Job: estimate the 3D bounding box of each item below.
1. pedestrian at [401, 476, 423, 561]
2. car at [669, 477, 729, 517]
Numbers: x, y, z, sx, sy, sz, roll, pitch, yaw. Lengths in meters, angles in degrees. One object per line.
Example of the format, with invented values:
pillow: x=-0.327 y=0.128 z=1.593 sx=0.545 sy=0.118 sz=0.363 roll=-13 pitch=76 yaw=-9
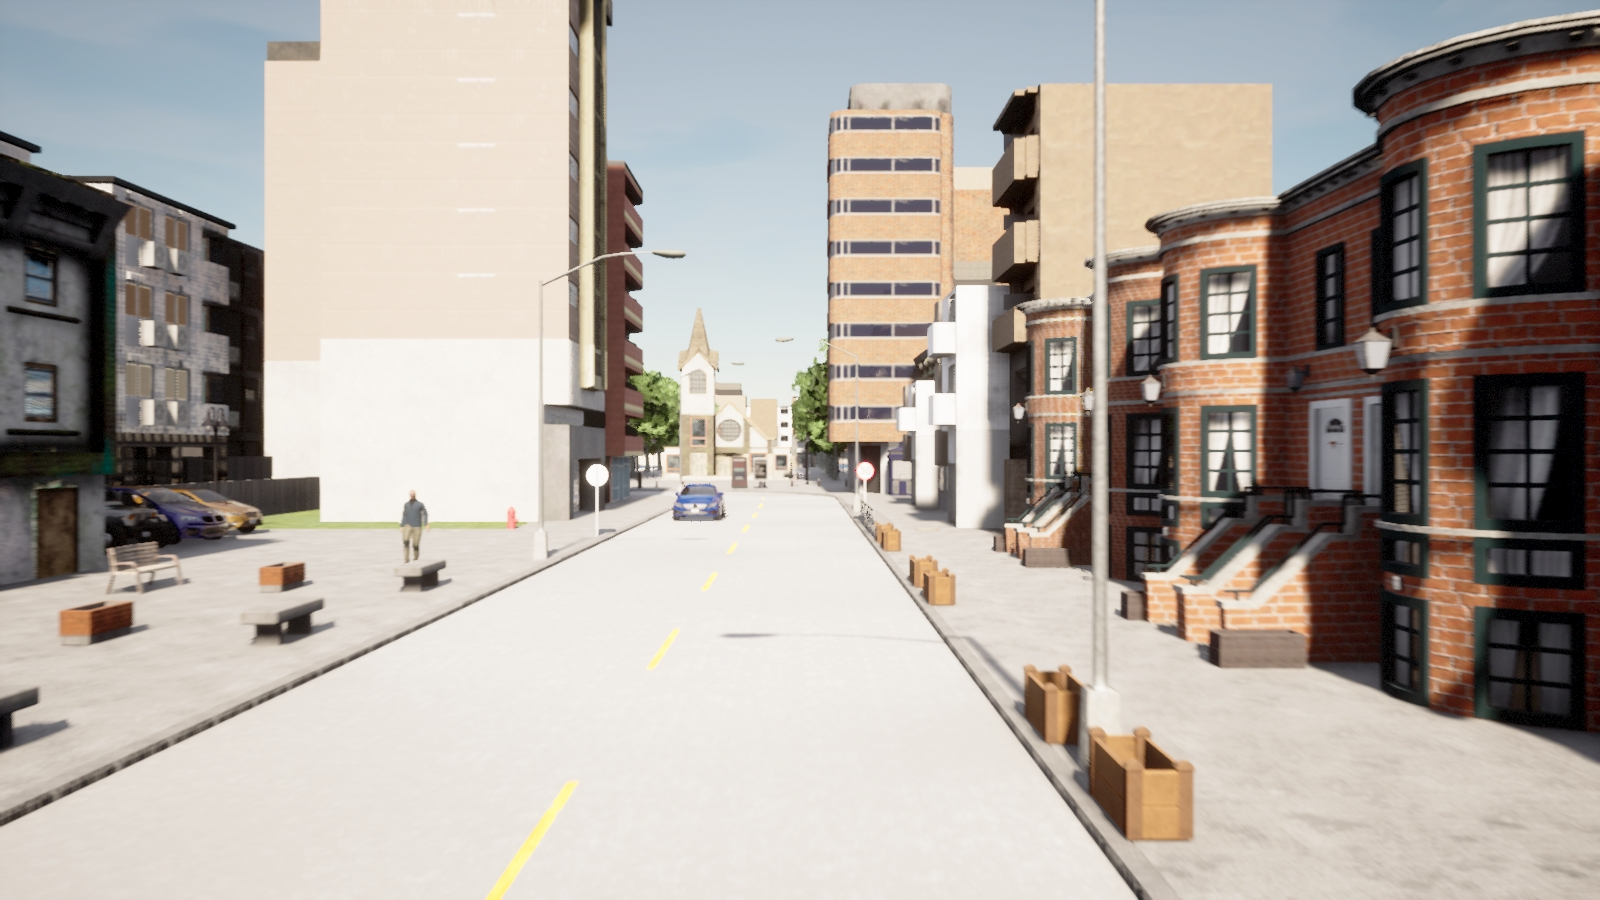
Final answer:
pedestrian: x=-8.670 y=1.525 z=25.559 sx=0.375 sy=1.860 sz=0.375 roll=0 pitch=0 yaw=-3
car: x=-4.047 y=1.861 z=46.365 sx=2.002 sy=1.442 sz=4.674 roll=0 pitch=0 yaw=0
